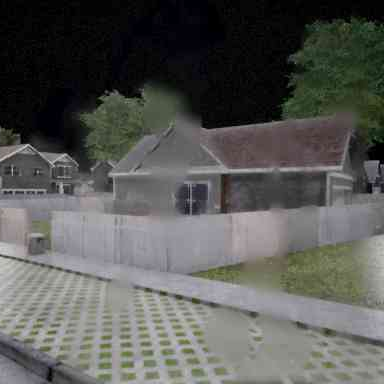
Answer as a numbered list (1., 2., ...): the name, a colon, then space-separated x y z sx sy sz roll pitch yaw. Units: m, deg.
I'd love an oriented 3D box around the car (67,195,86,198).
1. car: -12.766 1.165 36.194 1.837 1.490 4.892 1 1 34
